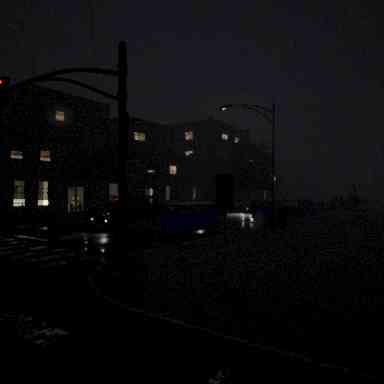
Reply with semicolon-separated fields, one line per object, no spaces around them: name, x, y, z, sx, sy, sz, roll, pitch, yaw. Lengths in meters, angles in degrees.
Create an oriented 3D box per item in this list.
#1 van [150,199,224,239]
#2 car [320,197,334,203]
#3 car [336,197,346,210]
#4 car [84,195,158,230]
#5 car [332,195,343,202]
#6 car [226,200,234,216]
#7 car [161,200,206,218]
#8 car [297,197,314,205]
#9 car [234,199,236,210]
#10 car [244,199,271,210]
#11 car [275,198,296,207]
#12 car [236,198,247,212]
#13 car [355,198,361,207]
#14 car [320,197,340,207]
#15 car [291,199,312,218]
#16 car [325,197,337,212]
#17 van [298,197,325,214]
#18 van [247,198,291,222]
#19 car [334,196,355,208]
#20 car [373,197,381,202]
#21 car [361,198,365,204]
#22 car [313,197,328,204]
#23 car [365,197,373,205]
van;-0.121;1.407;17.670;1.690;1.788;3.998;0;0;35
car;31.149;1.792;76.706;1.947;1.339;4.313;0;0;35
car;18.936;1.729;44.770;1.947;1.339;4.313;0;0;35
car;-4.281;1.248;21.814;2.150;2.045;5.566;1;0;35
car;37.502;1.713;85.739;1.967;1.590;4.097;0;0;35
car;1.530;1.530;30.077;1.882;1.535;5.008;1;0;35
car;-0.711;1.559;31.400;1.752;1.417;4.829;0;0;35
car;21.621;1.706;63.155;1.887;1.381;4.507;0;0;35
car;5.740;1.507;40.573;1.967;1.590;4.097;0;0;35
car;8.915;1.629;45.090;1.887;1.381;4.507;0;0;35
car;15.268;1.666;54.122;1.887;1.381;4.507;0;0;35
car;7.488;1.575;38.533;2.128;1.511;4.902;1;0;35
car;25.290;1.517;53.805;2.192;1.841;5.009;0;0;35
car;22.747;1.658;54.689;1.882;1.535;5.008;1;0;35
car;9.407;1.656;31.220;1.887;1.381;4.507;0;0;35
car;15.858;1.671;40.393;1.752;1.417;4.829;0;0;35
van;12.584;1.469;35.737;1.690;1.788;3.998;0;0;35
van;6.232;1.436;26.704;1.690;1.788;3.998;0;0;35
car;22.114;1.497;49.288;2.192;1.841;5.009;0;0;35
car;44.347;1.900;80.904;1.947;1.339;4.313;0;0;35
car;28.563;1.748;58.460;1.752;1.417;4.829;0;0;35
car;27.875;1.729;72.050;1.752;1.417;4.829;0;0;35
car;34.818;1.810;67.354;1.887;1.381;4.507;0;0;35
